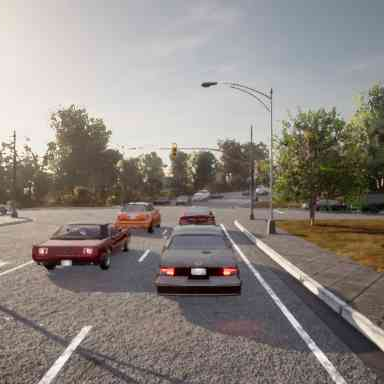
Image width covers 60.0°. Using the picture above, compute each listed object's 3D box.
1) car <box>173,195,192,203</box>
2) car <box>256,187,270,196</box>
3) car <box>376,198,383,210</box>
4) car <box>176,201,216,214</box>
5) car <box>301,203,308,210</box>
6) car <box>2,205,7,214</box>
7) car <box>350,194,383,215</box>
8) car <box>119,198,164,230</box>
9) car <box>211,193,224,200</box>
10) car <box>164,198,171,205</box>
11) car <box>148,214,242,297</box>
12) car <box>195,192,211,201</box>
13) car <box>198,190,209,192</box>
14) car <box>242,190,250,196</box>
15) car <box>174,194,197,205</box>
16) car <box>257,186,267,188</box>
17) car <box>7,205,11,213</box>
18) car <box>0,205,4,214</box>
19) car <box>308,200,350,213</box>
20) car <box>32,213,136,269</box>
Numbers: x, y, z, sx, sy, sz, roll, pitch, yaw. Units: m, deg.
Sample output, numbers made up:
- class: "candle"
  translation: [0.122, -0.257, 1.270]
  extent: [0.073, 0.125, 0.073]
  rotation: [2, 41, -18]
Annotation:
- class: "car"
  translation: [-1.838, 1.440, 67.451]
  extent: [2.033, 1.411, 5.357]
  rotation: [0, 2, 21]
- class: "car"
  translation: [17.866, 0.264, 83.786]
  extent: [1.895, 1.301, 4.718]
  rotation: [0, 3, 33]
- class: "car"
  translation: [25.750, 1.401, 40.656]
  extent: [5.357, 1.411, 2.033]
  rotation: [-2, 0, 3]
- class: "car"
  translation: [0.330, 1.518, 18.539]
  extent: [1.882, 1.535, 5.008]
  rotation: [0, 0, 2]
- class: "car"
  translation: [16.053, 1.662, 41.249]
  extent: [4.718, 1.301, 1.895]
  rotation: [-1, 0, 4]
- class: "car"
  translation: [-21.556, 1.708, 32.839]
  extent: [4.902, 1.511, 2.128]
  rotation: [-1, 0, 4]
- class: "car"
  translation: [19.627, 1.193, 33.784]
  extent: [5.566, 2.045, 2.150]
  rotation: [-1, 0, 3]
- class: "car"
  translation: [-3.138, 1.397, 20.108]
  extent: [2.097, 1.767, 4.553]
  rotation: [0, 0, 2]
- class: "car"
  translation: [5.682, 1.021, 76.188]
  extent: [1.895, 1.301, 4.718]
  rotation: [0, 3, 26]
- class: "car"
  translation: [-5.152, 1.715, 57.272]
  extent: [1.895, 1.301, 4.718]
  rotation: [0, 1, 16]
- class: "car"
  translation: [0.144, 1.558, 8.792]
  extent: [2.033, 1.411, 5.357]
  rotation: [0, 0, 0]
- class: "car"
  translation: [1.735, 1.389, 66.955]
  extent: [1.812, 1.442, 4.674]
  rotation: [0, 2, 21]
- class: "car"
  translation: [2.341, 0.679, 77.318]
  extent: [2.150, 2.045, 5.566]
  rotation: [0, 3, 26]
- class: "car"
  translation: [14.325, 0.261, 84.711]
  extent: [2.128, 1.511, 4.902]
  rotation: [0, 3, 33]
- class: "car"
  translation: [-1.320, 1.636, 58.035]
  extent: [2.033, 1.411, 5.357]
  rotation: [0, 1, 15]
- class: "car"
  translation: [20.017, -0.763, 93.188]
  extent: [2.150, 2.045, 5.566]
  rotation: [0, 3, 38]
- class: "car"
  translation: [-22.425, 1.745, 36.385]
  extent: [4.902, 1.511, 2.128]
  rotation: [-1, 0, 2]
- class: "car"
  translation: [-3.408, 1.222, 1.359]
  extent: [2.150, 2.045, 5.566]
  rotation: [0, 0, -1]
- class: "car"
  translation: [16.123, 1.646, 37.739]
  extent: [4.718, 1.301, 1.895]
  rotation: [-1, 0, 4]
- class: "car"
  translation: [-3.336, 1.618, 11.130]
  extent: [1.895, 1.301, 4.718]
  rotation: [0, 0, 1]
